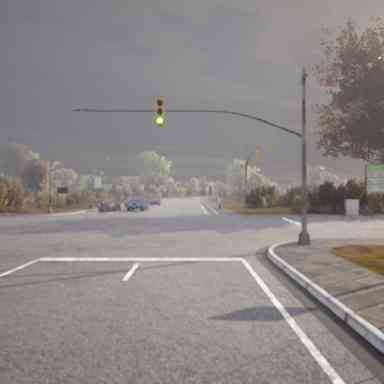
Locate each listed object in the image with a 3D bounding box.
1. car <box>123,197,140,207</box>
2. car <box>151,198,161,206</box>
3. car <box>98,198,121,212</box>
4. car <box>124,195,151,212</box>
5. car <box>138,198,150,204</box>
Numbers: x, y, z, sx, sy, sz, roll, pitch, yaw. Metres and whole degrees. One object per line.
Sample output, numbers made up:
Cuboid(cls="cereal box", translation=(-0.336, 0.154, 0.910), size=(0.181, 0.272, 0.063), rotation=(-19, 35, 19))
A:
Cuboid(cls="car", translation=(-10.615, 1.706, 58.462), size=(2.097, 1.767, 4.553), rotation=(0, 0, 0))
Cuboid(cls="car", translation=(-7.070, 1.943, 65.182), size=(2.033, 1.411, 5.357), rotation=(0, 0, 0))
Cuboid(cls="car", translation=(-10.627, 1.614, 42.884), size=(2.097, 1.767, 4.553), rotation=(0, 0, 0))
Cuboid(cls="car", translation=(-7.126, 1.487, 43.771), size=(2.150, 2.045, 5.566), rotation=(0, 0, 0))
Cuboid(cls="car", translation=(-10.549, 1.996, 73.527), size=(1.994, 1.385, 4.181), rotation=(0, 0, 0))
